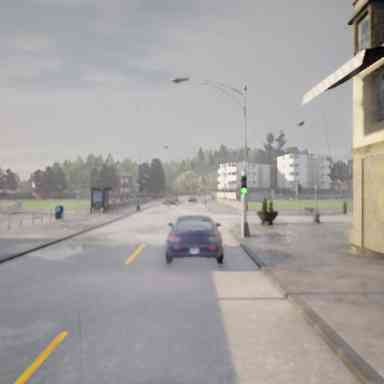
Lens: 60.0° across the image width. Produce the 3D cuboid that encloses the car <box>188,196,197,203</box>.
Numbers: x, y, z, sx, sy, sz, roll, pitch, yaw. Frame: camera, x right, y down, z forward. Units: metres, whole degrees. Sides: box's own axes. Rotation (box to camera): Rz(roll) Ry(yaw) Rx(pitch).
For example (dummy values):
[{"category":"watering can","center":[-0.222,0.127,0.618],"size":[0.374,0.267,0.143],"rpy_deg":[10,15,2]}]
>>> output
[{"category":"car","center":[0.088,1.535,69.176],"size":[2.033,1.411,5.357],"rpy_deg":[0,0,0]}]

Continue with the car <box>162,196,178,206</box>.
[{"category":"car","center":[-3.978,1.424,57.495],"size":[2.097,1.767,4.553],"rpy_deg":[0,0,1]}]

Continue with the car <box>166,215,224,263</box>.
[{"category":"car","center":[0.090,1.541,11.929],"size":[1.812,1.442,4.674],"rpy_deg":[0,0,0]}]
